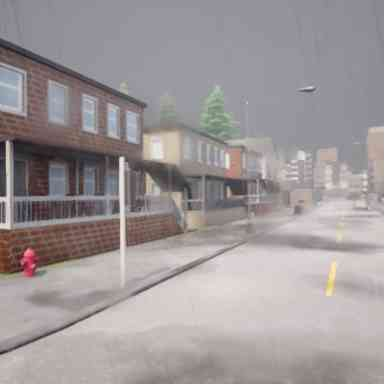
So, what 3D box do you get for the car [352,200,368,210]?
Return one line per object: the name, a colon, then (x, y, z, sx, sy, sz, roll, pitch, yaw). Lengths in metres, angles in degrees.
car: (24.404, 1.843, 48.158, 1.812, 1.442, 4.674, -1, -1, 26)
